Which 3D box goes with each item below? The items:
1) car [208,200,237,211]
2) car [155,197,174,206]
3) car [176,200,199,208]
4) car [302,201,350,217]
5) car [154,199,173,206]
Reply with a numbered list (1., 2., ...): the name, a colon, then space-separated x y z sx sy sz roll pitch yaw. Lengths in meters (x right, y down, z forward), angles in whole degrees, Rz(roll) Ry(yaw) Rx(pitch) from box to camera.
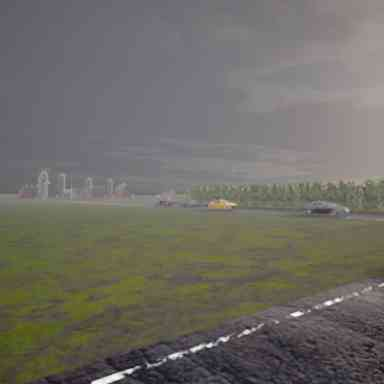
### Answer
1. car: 4.392 1.854 47.740 1.882 1.535 5.008 0 -1 -35
2. car: -4.653 1.652 60.701 1.882 1.535 5.008 0 -1 -35
3. car: -0.594 2.072 59.829 1.994 1.385 4.181 0 -1 -35
4. car: 13.773 1.722 34.463 2.128 1.511 4.902 0 -1 -35
5. car: -5.774 2.153 67.046 1.994 1.385 4.181 0 -1 -35
